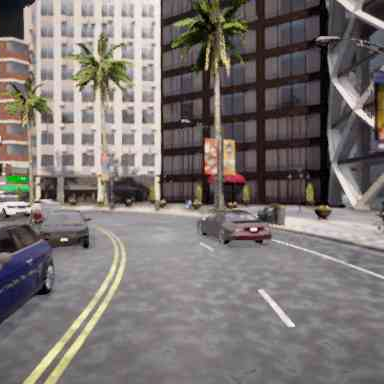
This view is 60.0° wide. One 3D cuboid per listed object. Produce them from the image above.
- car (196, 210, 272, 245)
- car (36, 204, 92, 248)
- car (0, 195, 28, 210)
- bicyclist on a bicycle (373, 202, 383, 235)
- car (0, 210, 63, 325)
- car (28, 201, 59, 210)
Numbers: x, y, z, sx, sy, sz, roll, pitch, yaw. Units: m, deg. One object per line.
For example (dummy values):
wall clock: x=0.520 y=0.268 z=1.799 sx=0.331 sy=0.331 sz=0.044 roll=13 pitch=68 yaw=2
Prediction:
car: x=1.779 y=1.550 z=15.731 sx=2.033 sy=1.411 sz=5.357 roll=0 pitch=0 yaw=-16
car: x=-5.583 y=1.513 z=14.779 sx=1.882 sy=1.535 sz=5.008 roll=0 pitch=0 yaw=-19
car: x=-17.318 y=1.322 z=31.407 sx=5.566 sy=2.045 sz=2.150 roll=0 pitch=0 yaw=38
bicyclist on a bicycle: x=9.449 y=1.269 z=16.067 sx=1.656 sy=1.620 sz=0.582 roll=-1 pitch=0 yaw=-14
car: x=-4.035 y=1.374 z=5.706 sx=2.097 sy=1.767 sz=4.553 roll=0 pitch=0 yaw=-5
car: x=-10.100 y=1.588 z=23.779 sx=1.812 sy=1.442 sz=4.674 roll=0 pitch=0 yaw=-36
